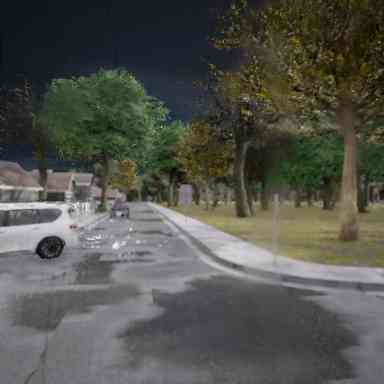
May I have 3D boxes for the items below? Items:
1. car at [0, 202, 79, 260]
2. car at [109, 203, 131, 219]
[{"bbox_3d":[-6.734,1.426,11.338,5.566,2.045,2.150,0,3,-44],"label":"car"},{"bbox_3d":[-7.301,1.937,34.038,2.128,1.511,4.902,0,-1,-9],"label":"car"}]
